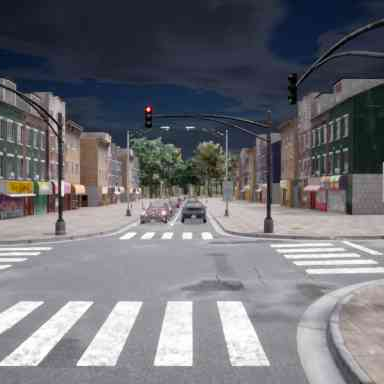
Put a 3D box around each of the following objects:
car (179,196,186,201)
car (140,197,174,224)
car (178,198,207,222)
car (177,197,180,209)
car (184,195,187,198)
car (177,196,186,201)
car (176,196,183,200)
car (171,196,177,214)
[{"bbox_3d":[-2.648,1.677,89.775,1.802,1.307,4.206,-1,0,0],"label":"car"},{"bbox_3d":[-2.648,1.444,24.558,1.967,1.590,4.097,-1,0,0],"label":"car"},{"bbox_3d":[0.119,1.510,26.290,1.837,1.490,4.892,0,0,0],"label":"car"},{"bbox_3d":[-2.647,1.578,35.427,1.947,1.339,4.313,-1,0,0],"label":"car"},{"bbox_3d":[0.098,1.600,54.667,1.994,1.385,4.181,0,0,0],"label":"car"},{"bbox_3d":[-2.648,1.650,84.340,1.947,1.339,4.313,-1,0,0],"label":"car"},{"bbox_3d":[-2.648,1.569,46.296,1.887,1.381,4.507,-1,0,0],"label":"car"},{"bbox_3d":[-2.648,1.448,29.992,1.967,1.590,4.097,-1,0,0],"label":"car"}]
